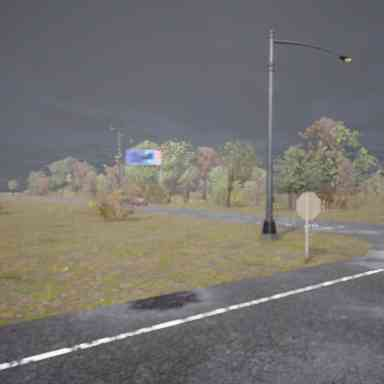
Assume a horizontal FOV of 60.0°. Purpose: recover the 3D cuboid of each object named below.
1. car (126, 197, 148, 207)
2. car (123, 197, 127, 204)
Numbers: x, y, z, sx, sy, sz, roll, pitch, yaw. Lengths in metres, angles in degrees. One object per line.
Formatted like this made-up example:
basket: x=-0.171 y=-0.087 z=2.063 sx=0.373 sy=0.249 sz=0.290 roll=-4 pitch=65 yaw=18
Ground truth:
car: x=-9.112 y=1.739 z=57.157 sx=1.812 sy=1.442 sz=4.674 roll=1 pitch=-1 yaw=-33
car: x=-13.174 y=1.707 z=63.158 sx=1.837 sy=1.490 sz=4.892 roll=1 pitch=-1 yaw=-34
